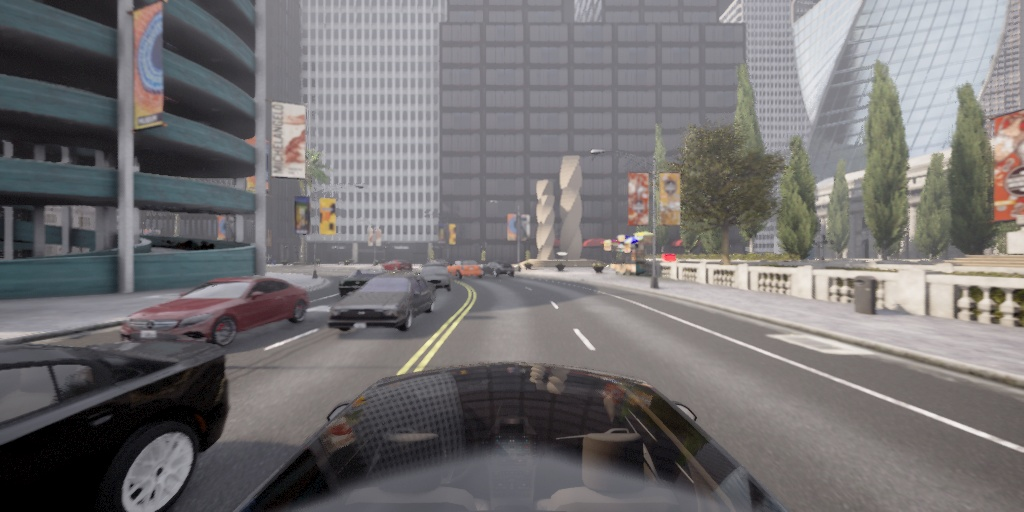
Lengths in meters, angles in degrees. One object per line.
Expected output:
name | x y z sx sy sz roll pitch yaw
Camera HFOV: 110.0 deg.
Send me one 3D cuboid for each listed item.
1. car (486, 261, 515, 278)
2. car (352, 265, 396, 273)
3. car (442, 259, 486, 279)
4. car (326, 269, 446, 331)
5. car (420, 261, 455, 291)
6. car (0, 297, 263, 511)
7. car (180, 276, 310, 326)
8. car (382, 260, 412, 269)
car | -1.475 1.238 34.360 1.837 1.490 4.892 0 0 -29
car | -7.714 1.345 19.227 1.895 1.301 4.718 0 0 -10
car | -4.412 1.087 32.395 2.097 1.767 4.553 0 0 -27
car | -3.673 1.294 11.286 2.033 1.411 5.357 0 0 -1
car | -4.571 1.246 21.358 1.837 1.490 4.892 0 0 -11
car | -3.617 1.230 1.312 1.882 1.535 5.008 0 0 0
car | -7.163 1.275 9.367 1.812 1.442 4.674 0 0 -1
car | -14.585 1.210 45.247 5.008 1.535 1.882 0 0 41
